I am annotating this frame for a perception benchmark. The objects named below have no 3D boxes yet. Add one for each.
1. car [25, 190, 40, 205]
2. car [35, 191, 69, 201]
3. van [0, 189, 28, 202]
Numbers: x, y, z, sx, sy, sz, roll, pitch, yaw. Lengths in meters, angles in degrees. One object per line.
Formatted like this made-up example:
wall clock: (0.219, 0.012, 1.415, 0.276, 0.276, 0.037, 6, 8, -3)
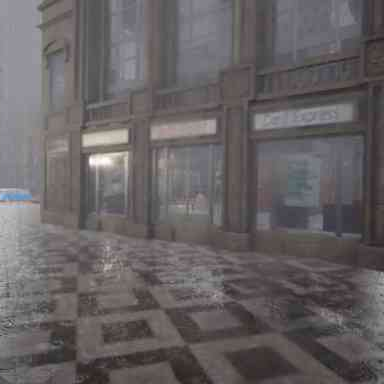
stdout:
car: (-17.451, 0.847, 40.642, 1.947, 1.339, 4.313, 2, 2, 36)
car: (-21.076, 0.597, 50.179, 2.008, 1.369, 4.403, 2, 2, 36)
van: (-24.363, 0.457, 45.621, 1.690, 1.788, 3.998, 2, 2, 36)
